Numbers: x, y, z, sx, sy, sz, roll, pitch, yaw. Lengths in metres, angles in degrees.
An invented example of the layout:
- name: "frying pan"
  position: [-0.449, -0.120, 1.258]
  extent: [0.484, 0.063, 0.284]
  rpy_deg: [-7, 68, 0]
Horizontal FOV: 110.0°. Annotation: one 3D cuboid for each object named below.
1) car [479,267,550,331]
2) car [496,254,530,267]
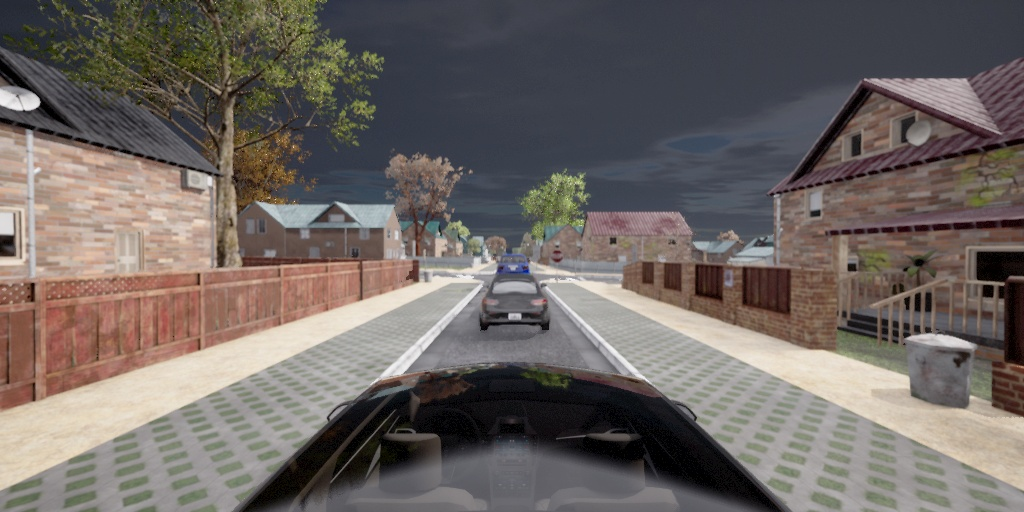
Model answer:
- name: "car"
  position: [0.082, 1.239, 10.695]
  extent: [1.812, 1.442, 4.674]
  rpy_deg: [0, 0, 0]
- name: "car"
  position: [0.081, 0.890, 25.193]
  extent: [2.150, 2.045, 5.566]
  rpy_deg: [0, 0, 0]
